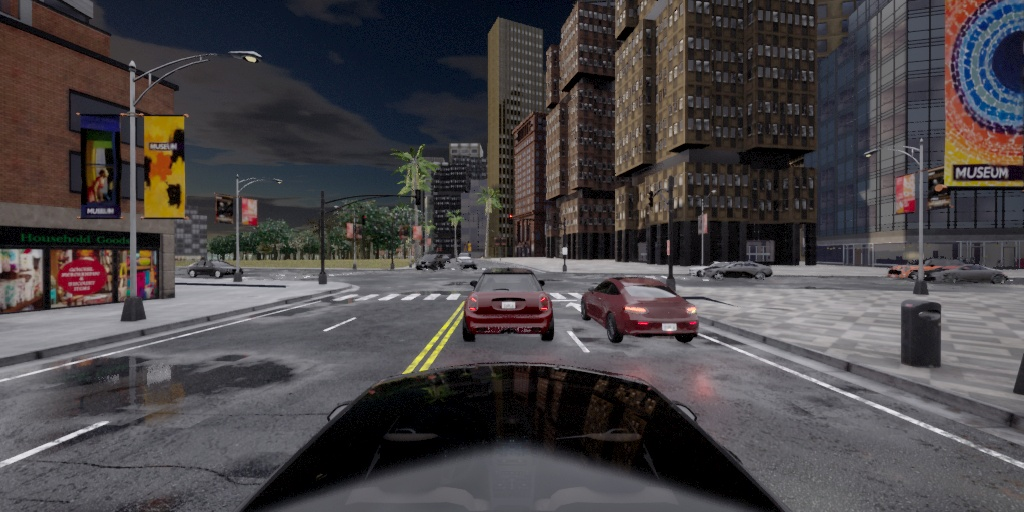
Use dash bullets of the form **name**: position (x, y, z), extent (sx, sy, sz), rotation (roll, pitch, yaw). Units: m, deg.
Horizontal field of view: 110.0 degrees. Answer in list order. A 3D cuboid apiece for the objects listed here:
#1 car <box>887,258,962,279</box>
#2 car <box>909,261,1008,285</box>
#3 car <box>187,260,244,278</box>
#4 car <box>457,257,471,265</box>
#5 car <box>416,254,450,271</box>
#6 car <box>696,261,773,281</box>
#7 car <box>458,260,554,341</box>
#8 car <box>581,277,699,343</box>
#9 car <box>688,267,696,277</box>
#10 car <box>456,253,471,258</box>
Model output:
- **car**: position (32.927, 1.035, 28.381), extent (4.553, 1.767, 2.097), rotation (0, 0, 13)
- **car**: position (31.641, 1.261, 25.347), extent (4.181, 1.385, 1.994), rotation (0, 0, 13)
- **car**: position (-26.586, 1.154, 32.121), extent (4.892, 1.490, 1.837), rotation (0, 0, 13)
- **car**: position (-5.479, 1.142, 44.769), extent (1.895, 1.301, 4.718), rotation (0, 1, -14)
- **car**: position (-10.109, 0.757, 45.174), extent (2.150, 2.045, 5.566), rotation (1, 1, 8)
- **car**: position (17.873, 1.180, 28.601), extent (4.902, 1.511, 2.128), rotation (0, 0, 13)
- **car**: position (-0.122, 1.101, 10.014), extent (2.097, 1.767, 4.553), rotation (0, 0, -1)
- **car**: position (3.137, 1.274, 9.578), extent (1.812, 1.442, 4.674), rotation (0, 0, -1)
- **car**: position (18.243, 1.201, 31.854), extent (4.674, 1.442, 1.812), rotation (0, 0, 13)
- **car**: position (-8.212, 0.558, 61.244), extent (2.150, 2.045, 5.566), rotation (0, 1, -9)
